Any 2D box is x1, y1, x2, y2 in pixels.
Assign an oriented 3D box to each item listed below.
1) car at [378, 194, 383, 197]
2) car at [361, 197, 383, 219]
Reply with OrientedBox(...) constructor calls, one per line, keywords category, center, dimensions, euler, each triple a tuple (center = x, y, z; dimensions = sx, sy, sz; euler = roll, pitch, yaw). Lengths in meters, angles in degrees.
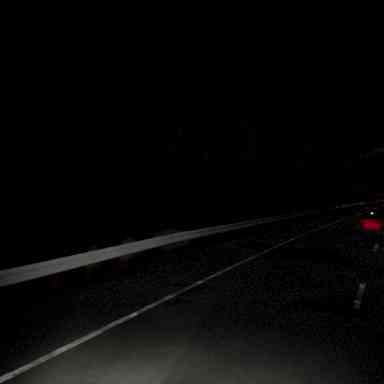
OrientedBox(category="car", center=(22.397, 1.221, 37.926), dimensions=(2.150, 2.045, 5.566), euler=(0, 0, 36))
OrientedBox(category="car", center=(16.278, 1.505, 29.431), dimensions=(1.837, 1.490, 4.892), euler=(0, 0, 35))
